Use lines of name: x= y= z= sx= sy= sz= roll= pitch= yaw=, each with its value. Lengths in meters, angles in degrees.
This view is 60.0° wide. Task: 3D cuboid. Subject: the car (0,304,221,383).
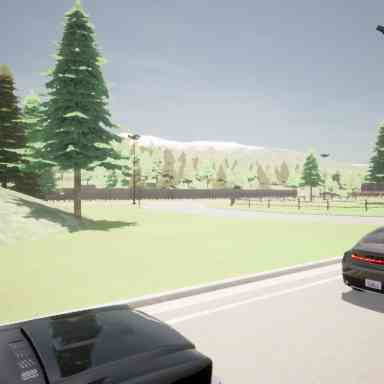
car: x=-2.071 y=1.601 z=2.272 sx=4.718 sy=1.301 sz=1.895 roll=0 pitch=0 yaw=-35

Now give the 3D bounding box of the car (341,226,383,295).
car: x=5.425 y=1.505 z=7.714 sx=4.892 sy=1.490 sz=1.837 roll=0 pitch=0 yaw=-35
